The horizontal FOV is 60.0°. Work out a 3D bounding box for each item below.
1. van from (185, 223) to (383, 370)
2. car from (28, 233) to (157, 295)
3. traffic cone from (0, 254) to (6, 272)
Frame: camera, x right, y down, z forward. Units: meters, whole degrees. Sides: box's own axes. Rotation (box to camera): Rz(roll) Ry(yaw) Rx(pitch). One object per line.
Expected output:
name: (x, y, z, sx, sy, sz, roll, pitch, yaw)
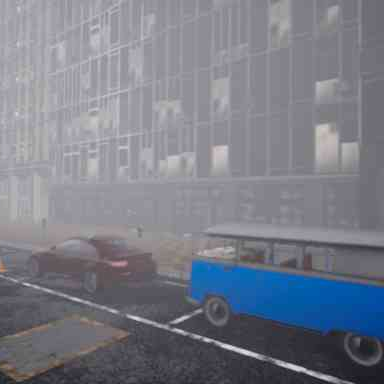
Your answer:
van: (1.757, 1.487, 5.694, 3.998, 1.788, 1.690, -1, -1, 37)
car: (-2.805, 1.776, 9.101, 4.206, 1.307, 1.802, -1, -1, 37)
traffic cone: (-5.937, 2.155, 10.234, 0.340, 0.580, 0.340, -1, -2, 37)
